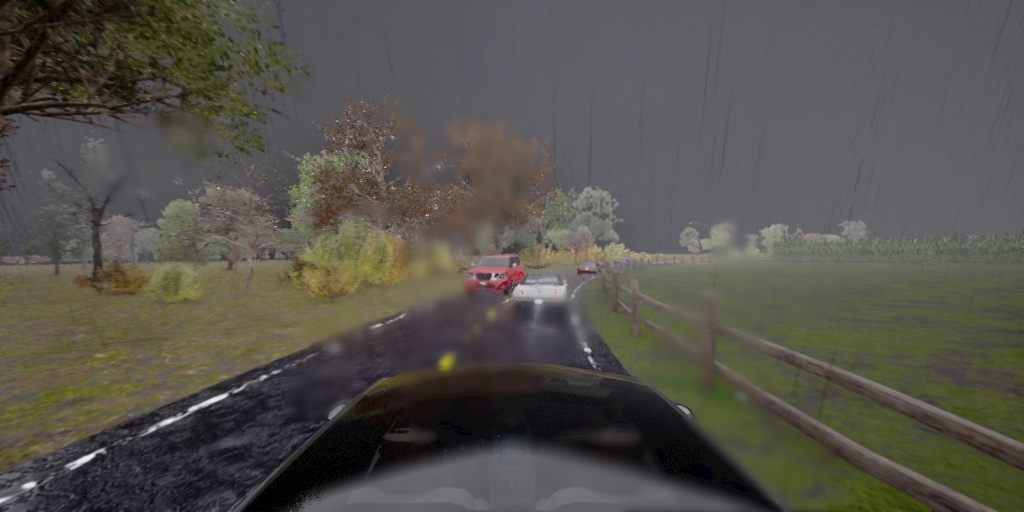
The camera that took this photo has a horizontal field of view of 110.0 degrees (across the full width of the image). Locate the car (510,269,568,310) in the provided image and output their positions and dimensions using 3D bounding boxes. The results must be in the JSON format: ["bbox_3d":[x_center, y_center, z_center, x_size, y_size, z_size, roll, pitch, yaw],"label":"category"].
[{"bbox_3d":[1.332,1.329,14.705,1.895,1.301,4.718,0,0,9],"label":"car"}]

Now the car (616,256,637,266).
[{"bbox_3d":[18.517,0.769,57.922,2.128,1.511,4.902,0,1,41],"label":"car"}]

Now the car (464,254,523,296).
[{"bbox_3d":[-0.764,0.917,19.305,2.150,2.045,5.566,0,0,12],"label":"car"}]

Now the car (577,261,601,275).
[{"bbox_3d":[7.952,1.142,36.079,1.994,1.385,4.181,0,1,24],"label":"car"}]
